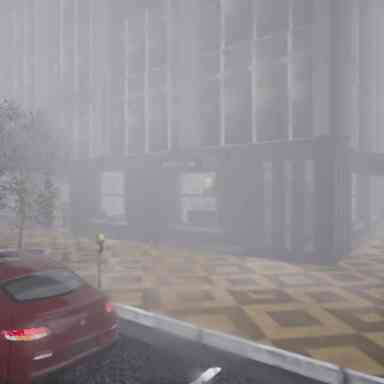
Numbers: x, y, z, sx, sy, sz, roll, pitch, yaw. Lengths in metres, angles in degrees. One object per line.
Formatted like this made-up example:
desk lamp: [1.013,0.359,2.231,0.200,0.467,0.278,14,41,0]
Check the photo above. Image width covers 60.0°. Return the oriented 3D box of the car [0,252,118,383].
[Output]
car: [-2.889,1.574,4.934,4.206,1.307,1.802,0,0,36]
